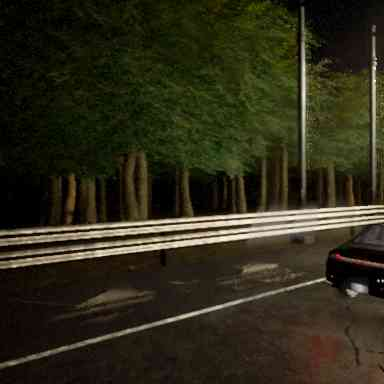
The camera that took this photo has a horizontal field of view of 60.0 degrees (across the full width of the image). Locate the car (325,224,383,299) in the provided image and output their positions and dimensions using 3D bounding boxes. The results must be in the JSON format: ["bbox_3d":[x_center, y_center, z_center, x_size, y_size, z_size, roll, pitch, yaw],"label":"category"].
[{"bbox_3d":[4.865,1.402,7.044,4.902,1.511,2.128,-1,0,-34],"label":"car"}]
